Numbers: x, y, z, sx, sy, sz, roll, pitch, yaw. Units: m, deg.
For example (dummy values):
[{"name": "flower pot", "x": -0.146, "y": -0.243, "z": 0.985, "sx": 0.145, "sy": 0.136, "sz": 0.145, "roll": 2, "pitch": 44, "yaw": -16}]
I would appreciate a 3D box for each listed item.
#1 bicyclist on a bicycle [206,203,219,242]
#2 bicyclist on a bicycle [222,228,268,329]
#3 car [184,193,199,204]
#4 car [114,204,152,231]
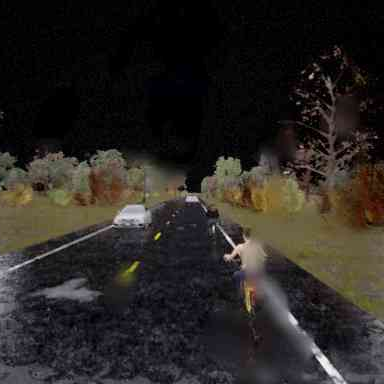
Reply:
[{"name": "bicyclist on a bicycle", "x": 0.962, "y": 1.369, "z": 15.451, "sx": 0.659, "sy": 1.776, "sz": 1.843, "roll": 0, "pitch": 0, "yaw": 0}, {"name": "bicyclist on a bicycle", "x": 0.989, "y": 1.434, "z": 5.966, "sx": 0.866, "sy": 1.612, "sz": 1.509, "roll": 0, "pitch": 0, "yaw": 0}, {"name": "car", "x": 0.054, "y": 1.251, "z": 61.988, "sx": 2.150, "sy": 2.045, "sz": 5.566, "roll": 0, "pitch": 0, "yaw": 0}, {"name": "car", "x": -3.595, "y": 1.526, "z": 20.916, "sx": 1.812, "sy": 1.442, "sz": 4.674, "roll": 0, "pitch": 0, "yaw": 0}]
